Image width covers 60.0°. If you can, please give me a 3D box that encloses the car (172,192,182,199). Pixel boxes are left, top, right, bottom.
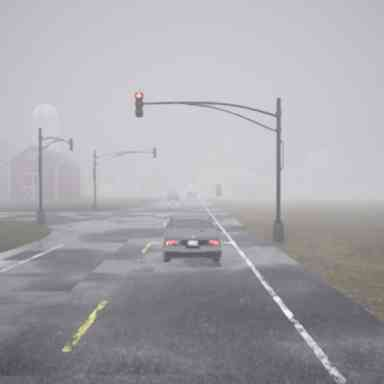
[{"bbox_3d":[-3.512,0.828,78.484,1.994,1.385,4.181,0,1,0],"label":"car"}]

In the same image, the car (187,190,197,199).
[{"bbox_3d":[-0.013,0.606,76.177,2.150,2.045,5.566,0,1,0],"label":"car"}]

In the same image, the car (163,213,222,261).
[{"bbox_3d":[-0.075,1.461,11.865,2.033,1.411,5.357,0,0,-2],"label":"car"}]

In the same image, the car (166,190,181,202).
[{"bbox_3d":[-3.541,0.730,62.395,2.150,2.045,5.566,0,0,1],"label":"car"}]

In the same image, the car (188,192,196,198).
[{"bbox_3d":[-0.014,0.763,86.567,1.994,1.385,4.181,0,1,0],"label":"car"}]
